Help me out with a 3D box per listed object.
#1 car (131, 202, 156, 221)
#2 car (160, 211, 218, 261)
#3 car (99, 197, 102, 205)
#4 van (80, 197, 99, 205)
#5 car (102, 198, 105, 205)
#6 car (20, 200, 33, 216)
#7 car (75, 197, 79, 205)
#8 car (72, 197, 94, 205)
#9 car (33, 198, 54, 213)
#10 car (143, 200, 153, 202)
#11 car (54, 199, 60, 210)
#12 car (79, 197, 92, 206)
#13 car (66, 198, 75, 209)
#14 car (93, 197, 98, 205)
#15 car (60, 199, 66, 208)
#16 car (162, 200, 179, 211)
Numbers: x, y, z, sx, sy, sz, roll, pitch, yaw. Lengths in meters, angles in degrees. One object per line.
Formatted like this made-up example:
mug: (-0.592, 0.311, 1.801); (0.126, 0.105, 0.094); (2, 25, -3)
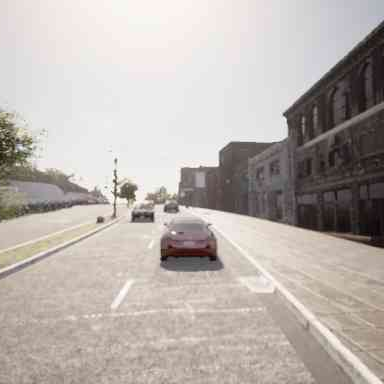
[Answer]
car: (-4.255, 1.793, 29.487); (1.895, 1.301, 4.718); (0, 0, -5)
car: (-0.160, 1.646, 12.728); (1.994, 1.385, 4.181); (0, 0, -2)
car: (-26.067, 2.182, 82.975); (5.566, 2.045, 2.435); (1, -2, -29)
van: (-26.458, 2.305, 85.951); (4.442, 1.987, 1.878); (1, -2, -29)
car: (-27.050, 2.379, 88.815); (5.566, 2.045, 2.435); (1, -2, -29)
car: (-18.592, 1.495, 33.067); (4.553, 1.767, 2.185); (0, -1, -26)
car: (-21.404, 1.795, 53.573); (5.008, 1.535, 2.097); (0, -1, -29)
car: (-25.178, 2.132, 77.062); (4.553, 1.767, 2.185); (0, -2, -29)
car: (-19.241, 1.663, 38.943); (4.892, 1.521, 2.231); (0, 0, -27)
car: (-5.881, 1.822, 44.371); (2.128, 1.511, 4.902); (1, -1, -7)
car: (-19.626, 1.686, 41.873); (4.892, 1.521, 2.231); (0, 0, -27)
car: (-23.735, 2.040, 68.260); (5.008, 1.535, 2.097); (0, -1, -29)
car: (-20.941, 1.763, 50.648); (5.008, 1.535, 2.097); (0, -1, -29)
car: (-24.522, 2.177, 74.231); (5.366, 1.575, 1.946); (0, -2, -29)
car: (-20.037, 1.710, 44.804); (4.892, 1.521, 2.231); (0, 0, -28)
car: (-2.838, 1.849, 44.367); (2.128, 1.511, 4.902); (1, -1, -8)
